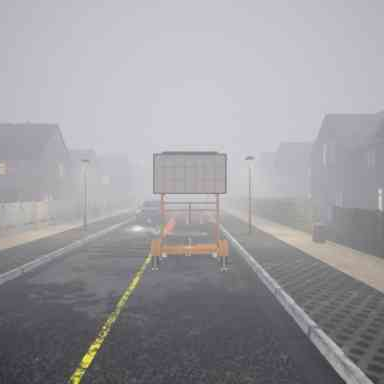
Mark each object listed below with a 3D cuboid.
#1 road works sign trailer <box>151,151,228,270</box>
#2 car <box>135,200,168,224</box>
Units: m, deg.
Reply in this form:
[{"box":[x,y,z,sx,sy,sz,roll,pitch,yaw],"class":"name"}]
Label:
[{"box":[-0.069,0.467,10.996,2.380,3.560,2.880,0,0,0],"class":"road works sign trailer"},{"box":[-2.923,1.378,24.890,2.097,1.767,4.553,0,0,0],"class":"car"}]
